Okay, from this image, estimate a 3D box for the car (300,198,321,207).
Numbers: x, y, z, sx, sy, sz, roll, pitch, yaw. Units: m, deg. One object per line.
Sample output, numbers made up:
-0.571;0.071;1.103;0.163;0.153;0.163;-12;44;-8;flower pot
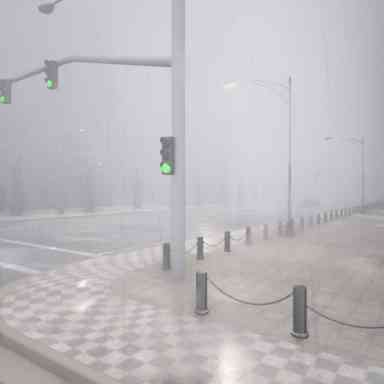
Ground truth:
17.576;1.508;49.252;1.994;1.385;4.181;0;0;36;car
